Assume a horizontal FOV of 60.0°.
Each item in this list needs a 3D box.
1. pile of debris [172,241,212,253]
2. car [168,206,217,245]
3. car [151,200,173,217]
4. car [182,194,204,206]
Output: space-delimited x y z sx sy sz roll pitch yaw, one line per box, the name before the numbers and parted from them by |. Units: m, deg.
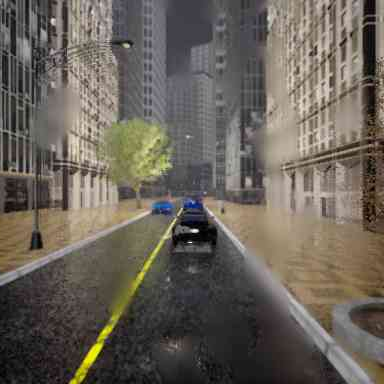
pile of debris | 0.007 2.183 13.290 1.500 0.140 1.860 0 0 0
car | 0.106 1.570 15.705 1.994 1.385 4.181 0 0 0
car | -2.825 1.500 32.393 1.882 1.535 5.008 0 0 0
car | 0.122 1.250 37.151 2.150 2.045 5.566 0 0 0
